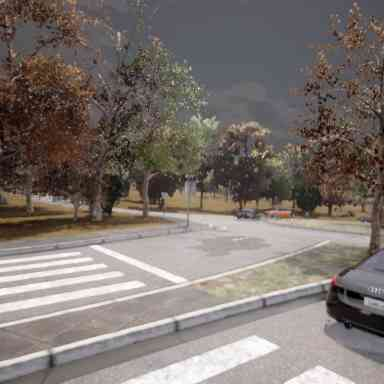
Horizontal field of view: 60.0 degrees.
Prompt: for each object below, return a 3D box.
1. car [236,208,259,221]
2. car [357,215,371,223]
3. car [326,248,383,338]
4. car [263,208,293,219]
[{"bbox_3d":[6.687,2.650,39.599,1.994,1.385,4.181,2,-2,24],"label":"car"},{"bbox_3d":[27.796,4.093,50.412,4.902,1.511,2.128,3,-2,16],"label":"car"},{"bbox_3d":[4.278,1.578,5.813,4.181,1.385,1.994,1,-1,-33],"label":"car"},{"bbox_3d":[13.338,3.245,51.781,4.553,1.767,2.097,4,-2,-23],"label":"car"}]
